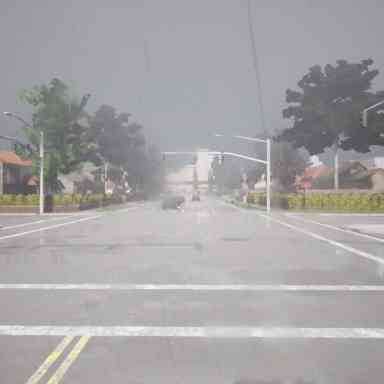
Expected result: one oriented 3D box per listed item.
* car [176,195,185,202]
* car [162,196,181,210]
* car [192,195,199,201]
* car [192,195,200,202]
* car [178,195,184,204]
[{"bbox_3d":[-2.555,1.478,73.944,1.882,1.535,5.008,0,0,0],"label":"car"},{"bbox_3d":[-2.852,1.548,43.434,2.033,1.411,5.357,0,0,0],"label":"car"},{"bbox_3d":[1.051,1.514,89.523,1.812,1.442,4.674,0,0,0],"label":"car"},{"bbox_3d":[0.981,1.500,79.125,1.837,1.490,4.892,0,0,0],"label":"car"},{"bbox_3d":[-2.774,1.505,53.271,1.837,1.490,4.892,0,0,1],"label":"car"}]
